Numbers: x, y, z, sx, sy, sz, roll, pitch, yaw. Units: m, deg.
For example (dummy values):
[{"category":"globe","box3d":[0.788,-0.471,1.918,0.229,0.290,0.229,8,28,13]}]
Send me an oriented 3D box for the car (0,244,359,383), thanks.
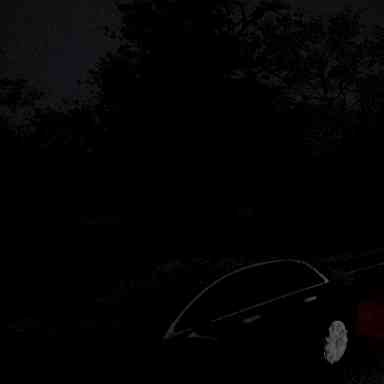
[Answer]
[{"category":"car","box3d":[0.151,1.495,4.100,4.892,1.490,1.837,0,0,-35]}]
